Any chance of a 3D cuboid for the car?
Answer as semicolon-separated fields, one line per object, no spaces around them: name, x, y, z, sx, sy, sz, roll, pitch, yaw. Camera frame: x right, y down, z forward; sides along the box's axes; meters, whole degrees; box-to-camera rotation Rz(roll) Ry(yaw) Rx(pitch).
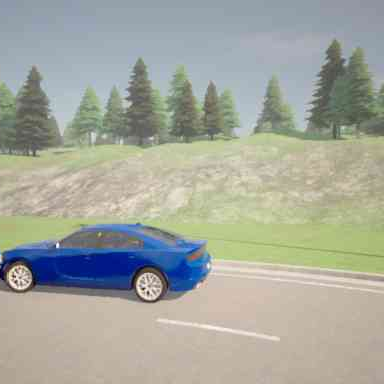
car;-2.052;1.476;7.907;5.008;1.535;1.882;0;0;13
